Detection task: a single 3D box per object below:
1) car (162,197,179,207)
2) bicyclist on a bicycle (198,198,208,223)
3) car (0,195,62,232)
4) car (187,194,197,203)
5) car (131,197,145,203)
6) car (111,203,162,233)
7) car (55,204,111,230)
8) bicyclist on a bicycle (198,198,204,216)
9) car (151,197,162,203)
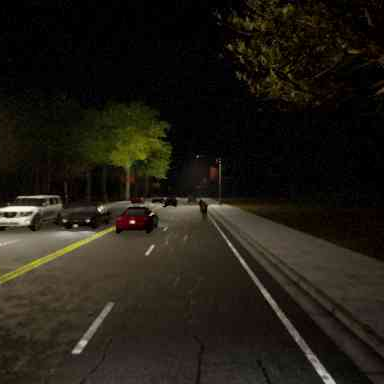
[{"bbox_3d":[-3.139,1.533,50.559,1.812,1.442,4.674,0,0,0],"label":"car"},{"bbox_3d":[0.899,1.449,23.583,0.582,1.620,1.656,0,0,0],"label":"bicyclist on a bicycle"},{"bbox_3d":[-9.843,1.221,20.652,2.150,2.045,5.566,0,0,0],"label":"car"},{"bbox_3d":[0.051,1.568,69.164,2.033,1.411,5.357,0,0,0],"label":"car"},{"bbox_3d":[-9.769,1.615,60.013,1.895,1.301,4.718,0,0,1],"label":"car"},{"bbox_3d":[-3.145,1.560,19.576,1.994,1.385,4.181,0,0,0],"label":"car"},{"bbox_3d":[-6.594,1.544,21.524,2.033,1.411,5.357,0,0,0],"label":"car"},{"bbox_3d":[0.901,1.453,32.709,0.582,1.620,1.656,0,0,0],"label":"bicyclist on a bicycle"},{"bbox_3d":[-6.501,1.616,62.607,1.895,1.301,4.718,0,0,0],"label":"car"}]
